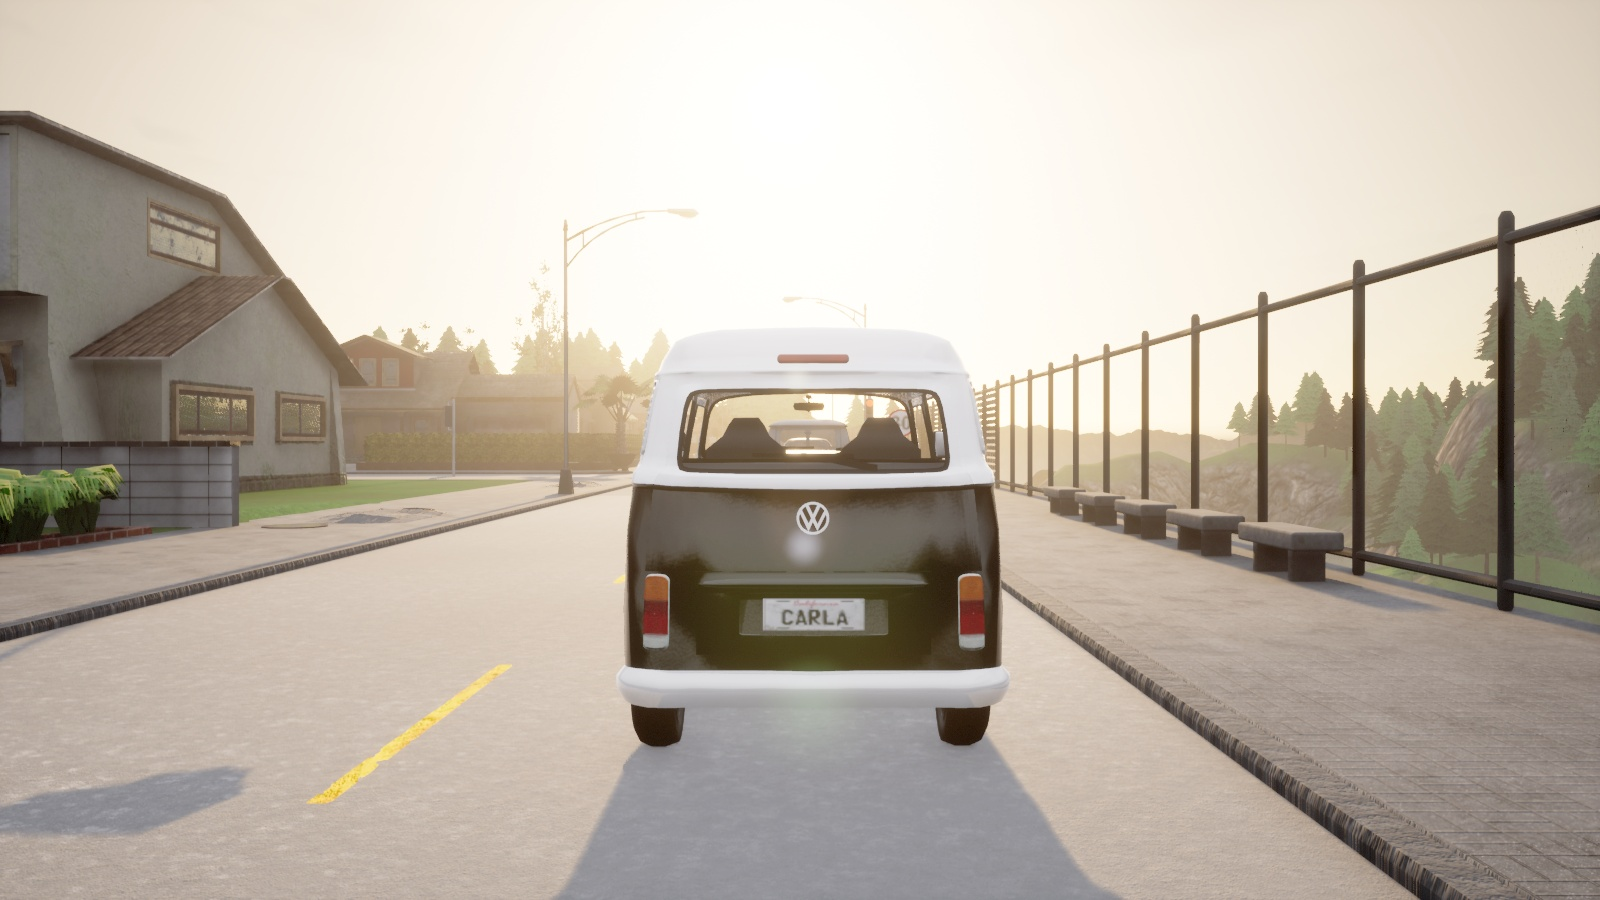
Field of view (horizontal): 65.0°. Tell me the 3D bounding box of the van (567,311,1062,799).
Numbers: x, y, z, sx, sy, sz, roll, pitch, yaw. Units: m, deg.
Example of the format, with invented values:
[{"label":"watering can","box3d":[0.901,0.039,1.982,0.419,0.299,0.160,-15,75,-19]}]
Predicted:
[{"label":"van","box3d":[0.062,0.428,7.496,2.069,2.038,4.480,0,0,0]}]
